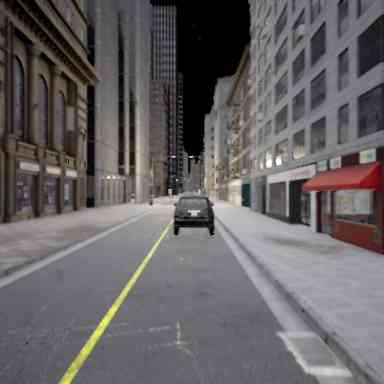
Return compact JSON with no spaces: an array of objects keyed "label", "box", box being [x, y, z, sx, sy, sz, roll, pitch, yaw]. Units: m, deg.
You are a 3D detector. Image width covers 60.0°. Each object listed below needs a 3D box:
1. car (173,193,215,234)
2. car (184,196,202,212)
[{"label":"car","box":[0.108,1.204,19.112,2.150,2.045,5.566,0,0,0]},{"label":"car","box":[0.118,1.327,39.408,2.097,1.767,4.553,0,0,0]}]
